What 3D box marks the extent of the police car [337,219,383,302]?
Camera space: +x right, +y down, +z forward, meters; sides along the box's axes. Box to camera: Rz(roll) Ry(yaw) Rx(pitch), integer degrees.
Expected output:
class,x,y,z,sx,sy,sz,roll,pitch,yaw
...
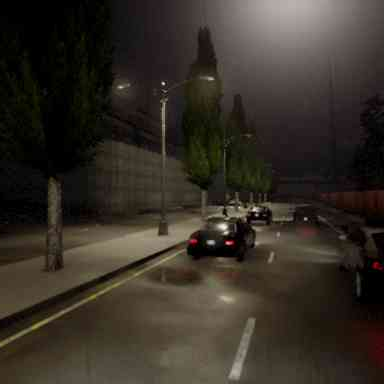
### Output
class,x,y,z,sx,sy,sz,roll,pitch,yaw
police car,4.854,1.502,8.278,1.930,1.638,5.238,0,-1,16

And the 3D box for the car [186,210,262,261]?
class,x,y,z,sx,sy,sz,roll,pitch,yaw
car,1.324,1.669,12.964,2.033,1.411,5.357,0,-1,17

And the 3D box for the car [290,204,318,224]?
class,x,y,z,sx,sy,sz,roll,pitch,yaw
car,9.230,1.760,27.298,1.837,1.490,4.892,0,0,17

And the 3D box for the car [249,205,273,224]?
class,x,y,z,sx,sy,sz,roll,pitch,yaw
car,5.589,1.802,27.376,2.033,1.411,5.357,0,-1,17

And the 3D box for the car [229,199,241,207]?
class,x,y,z,sx,sy,sz,roll,pitch,yaw
car,8.497,2.119,65.447,1.812,1.442,4.674,0,0,17

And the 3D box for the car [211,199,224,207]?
class,x,y,z,sx,sy,sz,roll,pitch,yaw
car,5.125,2.121,66.368,1.812,1.442,4.674,0,0,17
